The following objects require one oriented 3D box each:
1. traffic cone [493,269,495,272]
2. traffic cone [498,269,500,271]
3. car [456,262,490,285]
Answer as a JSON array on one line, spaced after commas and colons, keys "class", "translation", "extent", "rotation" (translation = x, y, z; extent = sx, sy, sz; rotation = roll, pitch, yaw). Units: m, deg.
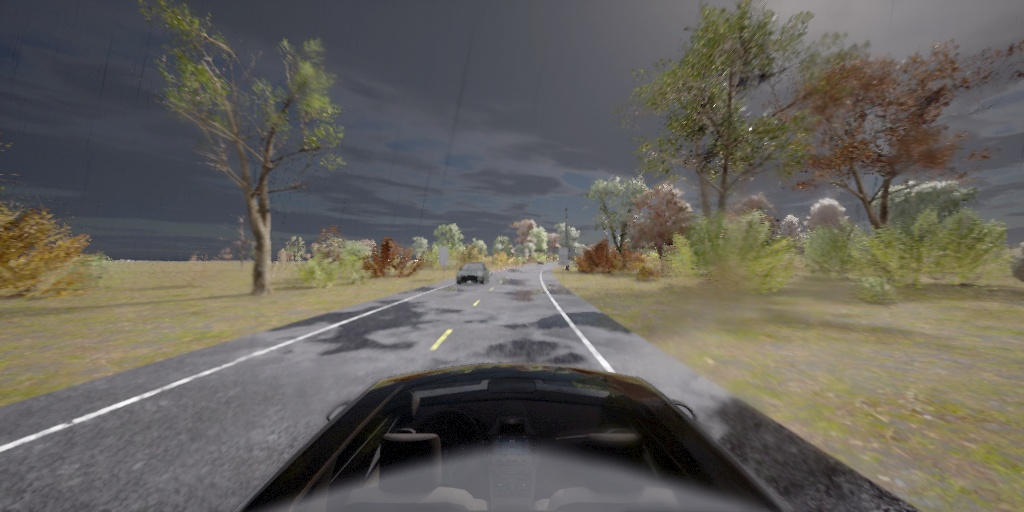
[{"class": "traffic cone", "translation": [-2.554, 2.032, 51.174], "extent": [0.340, 0.580, 0.340], "rotation": [0, 0, 6]}, {"class": "traffic cone", "translation": [-2.042, 2.064, 56.179], "extent": [0.340, 0.580, 0.340], "rotation": [0, 0, 6]}, {"class": "car", "translation": [-2.934, 1.274, 27.695], "extent": [2.097, 1.767, 4.553], "rotation": [0, 0, 3]}]
